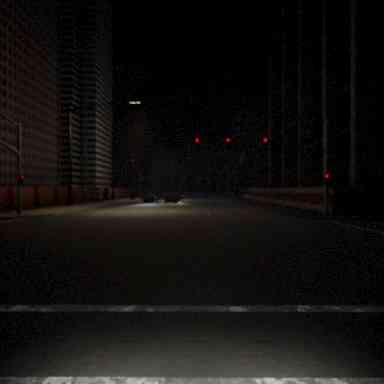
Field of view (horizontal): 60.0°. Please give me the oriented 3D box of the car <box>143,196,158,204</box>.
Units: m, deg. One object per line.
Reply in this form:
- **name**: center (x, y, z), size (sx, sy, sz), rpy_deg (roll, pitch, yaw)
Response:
- **car**: center (-6.916, 1.248, 55.222), size (1.895, 1.301, 4.718), rpy_deg (0, 0, 1)

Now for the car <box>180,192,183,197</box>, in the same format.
- **car**: center (-3.227, 1.204, 62.206), size (1.895, 1.301, 4.718), rpy_deg (0, 1, 1)

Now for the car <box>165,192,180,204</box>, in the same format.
- **car**: center (-3.422, 1.126, 54.959), size (1.882, 1.535, 5.008), rpy_deg (0, 0, 1)

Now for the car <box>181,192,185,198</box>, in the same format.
- **car**: center (-3.094, 0.760, 70.400), size (1.895, 1.301, 4.718), rpy_deg (0, 0, 1)

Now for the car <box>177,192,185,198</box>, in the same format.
- **car**: center (-2.829, 0.853, 86.681), size (1.837, 1.490, 4.892), rpy_deg (0, 0, 1)
